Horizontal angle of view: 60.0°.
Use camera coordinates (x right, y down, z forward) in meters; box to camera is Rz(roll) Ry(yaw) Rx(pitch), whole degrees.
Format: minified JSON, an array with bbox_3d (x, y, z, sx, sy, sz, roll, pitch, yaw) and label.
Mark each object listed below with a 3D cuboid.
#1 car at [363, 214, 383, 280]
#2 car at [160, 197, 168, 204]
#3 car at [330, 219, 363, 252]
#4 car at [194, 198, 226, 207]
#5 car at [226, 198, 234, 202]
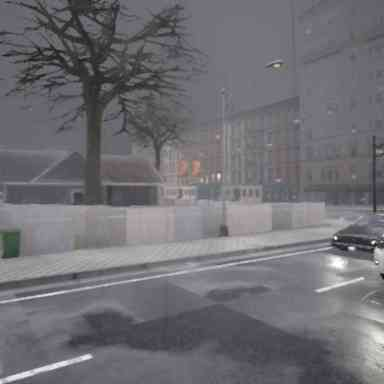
[{"bbox_3d":[7.028,1.254,8.667,5.566,2.045,2.150,0,0,-35],"label":"car"},{"bbox_3d":[-5.604,1.633,61.789,1.837,1.490,4.892,0,0,-35],"label":"car"},{"bbox_3d":[7.759,1.591,13.158,5.357,1.411,2.033,0,0,-35],"label":"car"},{"bbox_3d":[2.019,1.661,45.147,1.812,1.442,4.674,0,0,-35],"label":"car"},{"bbox_3d":[4.604,1.591,47.115,1.882,1.535,5.008,0,0,-35],"label":"car"}]
